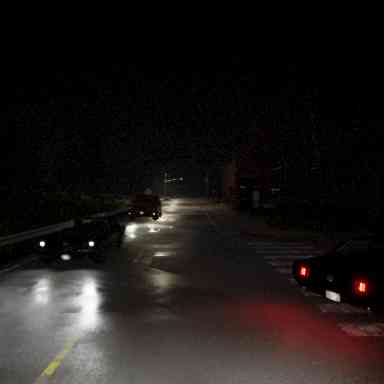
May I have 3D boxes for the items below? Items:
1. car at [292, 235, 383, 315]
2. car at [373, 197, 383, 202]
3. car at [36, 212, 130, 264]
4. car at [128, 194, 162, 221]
[{"bbox_3d":[4.505,1.600,7.103,4.718,1.301,1.895,0,0,-29],"label":"car"},{"bbox_3d":[27.130,1.502,46.961,1.816,1.474,4.193,0,0,-1],"label":"car"},{"bbox_3d":[-3.693,1.600,11.917,1.895,1.301,4.718,0,0,0],"label":"car"},{"bbox_3d":[-3.780,1.221,27.674,2.150,2.045,5.566,0,0,0],"label":"car"}]
